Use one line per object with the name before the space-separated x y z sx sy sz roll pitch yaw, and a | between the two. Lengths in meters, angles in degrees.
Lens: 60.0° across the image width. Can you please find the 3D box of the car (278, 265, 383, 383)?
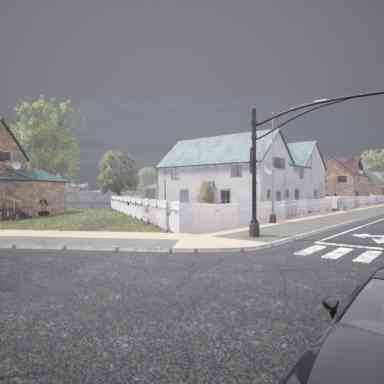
car | 2.512 1.524 3.380 1.812 1.442 4.674 0 0 42
